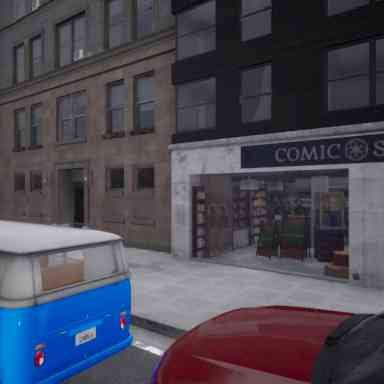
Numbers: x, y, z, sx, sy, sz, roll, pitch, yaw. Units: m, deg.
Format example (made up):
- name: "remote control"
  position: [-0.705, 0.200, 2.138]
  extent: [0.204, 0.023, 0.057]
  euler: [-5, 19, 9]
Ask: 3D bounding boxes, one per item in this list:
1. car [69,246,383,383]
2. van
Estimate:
- name: "car"
  position: [1.955, 1.315, 1.415]
  extent: [5.009, 1.841, 2.192]
  euler: [0, 0, 36]
- name: "van"
  position: [-2.665, 1.341, 4.718]
  extent: [3.998, 1.788, 1.690]
  euler: [0, 0, 36]
